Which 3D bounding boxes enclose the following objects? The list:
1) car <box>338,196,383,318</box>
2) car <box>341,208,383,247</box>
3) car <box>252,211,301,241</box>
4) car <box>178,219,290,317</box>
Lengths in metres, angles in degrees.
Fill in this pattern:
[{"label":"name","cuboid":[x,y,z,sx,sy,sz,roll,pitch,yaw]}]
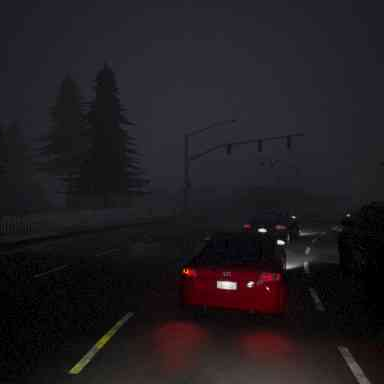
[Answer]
[{"label":"car","cuboid":[4.707,1.221,7.259,2.150,2.045,5.566,0,0,15]},{"label":"car","cuboid":[8.371,1.564,15.849,1.994,1.385,4.181,0,0,28]},{"label":"car","cuboid":[3.792,1.564,15.589,1.994,1.385,4.181,0,0,26]},{"label":"car","cuboid":[1.130,1.564,7.620,1.994,1.385,4.181,0,0,15]}]
